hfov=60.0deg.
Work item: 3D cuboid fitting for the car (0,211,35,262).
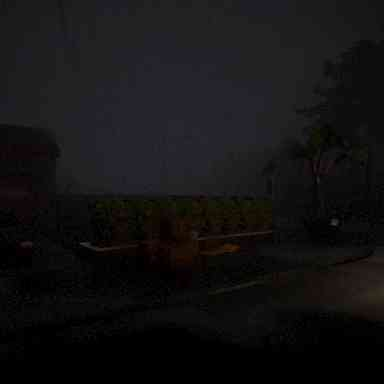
[{"bbox_3d":[-6.443,1.356,10.801,2.033,1.415,5.357,0,0,-33],"label":"car"}]
